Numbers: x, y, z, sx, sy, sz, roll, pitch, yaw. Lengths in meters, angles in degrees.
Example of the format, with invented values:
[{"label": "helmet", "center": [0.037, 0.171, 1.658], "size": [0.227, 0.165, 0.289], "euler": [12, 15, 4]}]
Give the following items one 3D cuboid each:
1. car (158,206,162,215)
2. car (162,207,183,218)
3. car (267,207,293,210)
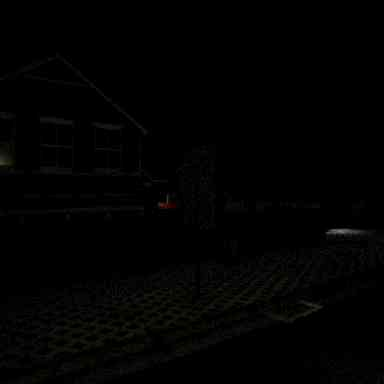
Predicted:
[{"label": "car", "center": [-5.028, 2.345, 39.648], "size": [5.357, 1.411, 2.033], "euler": [-2, -1, 41]}, {"label": "car", "center": [-0.179, 2.085, 31.118], "size": [5.008, 1.535, 1.882], "euler": [-2, -1, 44]}, {"label": "car", "center": [6.781, 1.877, 23.891], "size": [1.837, 1.490, 4.892], "euler": [-1, -1, -43]}]
